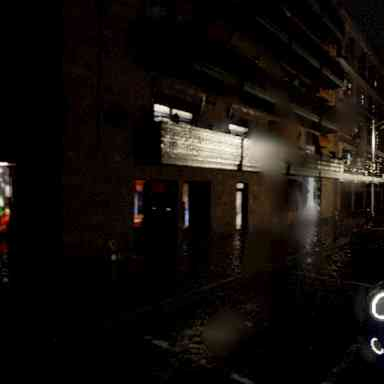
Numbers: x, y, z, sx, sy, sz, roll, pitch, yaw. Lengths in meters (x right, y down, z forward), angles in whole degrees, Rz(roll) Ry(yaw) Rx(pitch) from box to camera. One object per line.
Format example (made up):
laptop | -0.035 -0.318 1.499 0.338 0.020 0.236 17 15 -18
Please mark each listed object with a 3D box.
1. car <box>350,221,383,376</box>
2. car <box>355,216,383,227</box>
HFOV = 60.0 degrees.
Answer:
car | 4.124 1.385 4.902 2.097 1.767 4.553 1 0 41
car | 7.412 1.587 12.716 1.887 1.381 4.507 0 0 40
